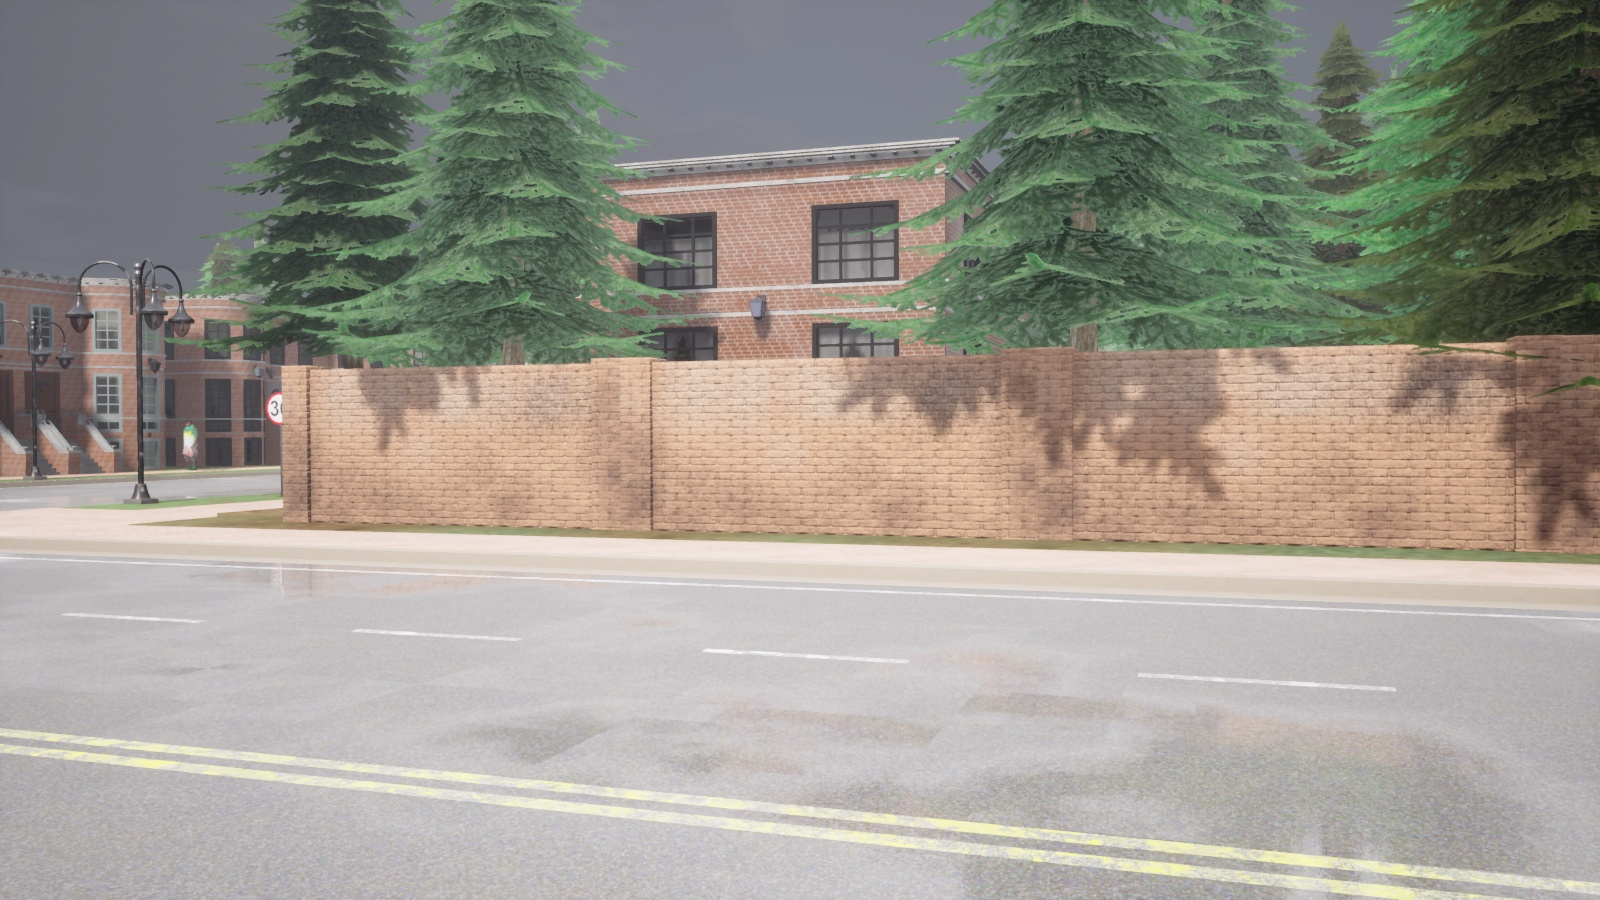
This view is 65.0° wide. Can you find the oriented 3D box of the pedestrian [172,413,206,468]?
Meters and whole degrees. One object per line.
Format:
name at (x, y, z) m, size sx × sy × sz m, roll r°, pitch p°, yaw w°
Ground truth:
pedestrian at (-21.882, -0.352, 45.011) m, size 0.659 × 1.952 × 0.873 m, roll 1°, pitch 1°, yaw 20°
